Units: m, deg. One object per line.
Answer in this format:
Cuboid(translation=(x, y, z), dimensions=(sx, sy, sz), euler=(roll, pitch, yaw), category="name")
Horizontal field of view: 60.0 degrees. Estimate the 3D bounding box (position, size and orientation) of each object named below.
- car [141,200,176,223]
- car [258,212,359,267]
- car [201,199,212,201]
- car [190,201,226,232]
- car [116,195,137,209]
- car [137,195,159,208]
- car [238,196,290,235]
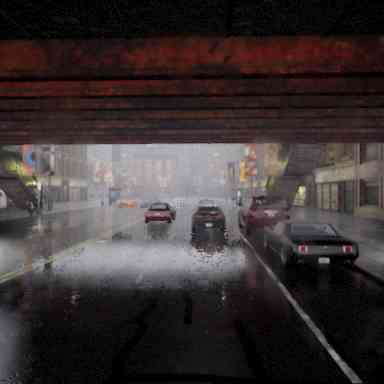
Cuboid(translation=(-2.326, 1.535, 25.218), dimensions=(1.994, 1.385, 4.181), euler=(0, 0, 2), category="car")
Cuboid(translation=(3.682, 1.582, 11.308), dimensions=(1.895, 1.301, 4.718), euler=(0, 0, 2), category="car")
Cuboid(translation=(1.566, 1.508, 36.067), dimensions=(2.033, 1.411, 5.357), euler=(0, 0, 2), category="car")
Cuboid(translation=(0.980, 1.482, 19.836), dimensions=(1.837, 1.490, 4.892), euler=(0, 0, 2), category="car")
Cuboid(translation=(-8.801, 1.302, 45.422), dimensions=(2.097, 1.767, 4.553), euler=(0, 0, 2), category="car")
Cuboid(translation=(-5.376, 1.304, 43.363), dimensions=(2.097, 1.767, 4.553), euler=(0, 0, 2), category="car")
Cuboid(translation=(3.902, 1.208, 18.700), dimensions=(2.435, 2.045, 5.566), euler=(0, 0, 2), category="car")
